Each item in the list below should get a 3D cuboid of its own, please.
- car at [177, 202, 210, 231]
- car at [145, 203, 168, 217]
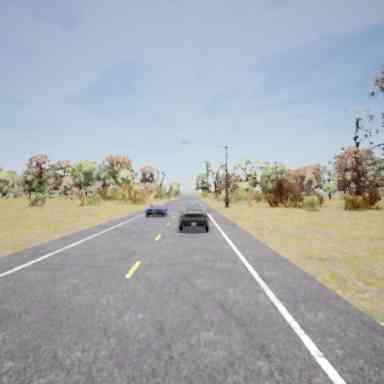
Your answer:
[{"bbox_3d":[0.117,1.618,21.697,1.837,1.490,4.892,0,0,0],"label":"car"},{"bbox_3d":[-3.500,1.776,33.453,1.895,1.301,4.718,0,0,1],"label":"car"}]
